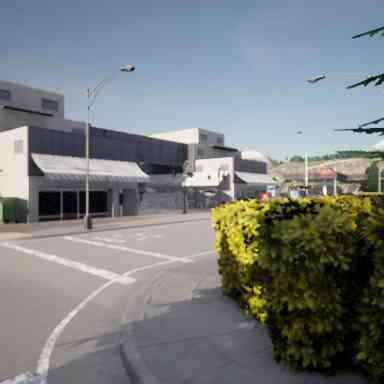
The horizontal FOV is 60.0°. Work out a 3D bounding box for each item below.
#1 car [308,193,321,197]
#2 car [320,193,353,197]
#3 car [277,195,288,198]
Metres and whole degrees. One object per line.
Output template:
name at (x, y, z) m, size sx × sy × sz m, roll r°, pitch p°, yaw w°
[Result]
car at (27.676, 1.398, 77.437) m, size 2.007 × 1.523 × 4.514 m, roll 0°, pitch 0°, yaw 39°
car at (18.038, 1.214, 41.215) m, size 2.097 × 1.767 × 4.553 m, roll 0°, pitch 0°, yaw 39°
car at (20.391, 1.340, 74.269) m, size 1.970 × 1.475 × 3.806 m, roll 0°, pitch 0°, yaw 39°
